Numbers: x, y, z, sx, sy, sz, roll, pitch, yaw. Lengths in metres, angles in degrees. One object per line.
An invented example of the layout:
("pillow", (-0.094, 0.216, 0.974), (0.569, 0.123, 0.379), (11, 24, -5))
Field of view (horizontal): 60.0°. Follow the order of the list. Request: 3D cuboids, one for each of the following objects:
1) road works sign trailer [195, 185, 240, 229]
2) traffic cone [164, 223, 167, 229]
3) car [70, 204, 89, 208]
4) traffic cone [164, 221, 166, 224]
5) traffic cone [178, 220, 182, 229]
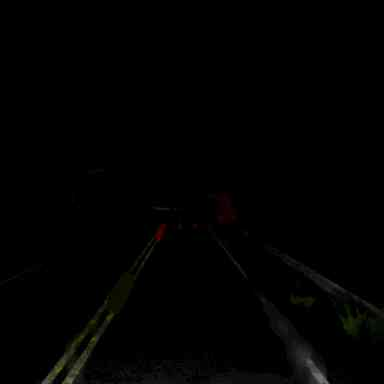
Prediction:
("road works sign trailer", (1.914, 0.953, 22.174), (2.880, 2.380, 3.560), (-16, 3, 22))
("traffic cone", (-1.697, 2.151, 18.242), (0.340, 0.580, 0.340), (0, -1, -2))
("car", (-15.141, 2.375, 43.933), (5.008, 1.535, 1.882), (-4, 1, 38))
("traffic cone", (-1.754, 2.172, 20.241), (0.340, 0.580, 0.340), (0, -1, -2))
("traffic cone", (-0.814, 2.192, 22.261), (0.340, 0.580, 0.340), (0, 0, -1))
